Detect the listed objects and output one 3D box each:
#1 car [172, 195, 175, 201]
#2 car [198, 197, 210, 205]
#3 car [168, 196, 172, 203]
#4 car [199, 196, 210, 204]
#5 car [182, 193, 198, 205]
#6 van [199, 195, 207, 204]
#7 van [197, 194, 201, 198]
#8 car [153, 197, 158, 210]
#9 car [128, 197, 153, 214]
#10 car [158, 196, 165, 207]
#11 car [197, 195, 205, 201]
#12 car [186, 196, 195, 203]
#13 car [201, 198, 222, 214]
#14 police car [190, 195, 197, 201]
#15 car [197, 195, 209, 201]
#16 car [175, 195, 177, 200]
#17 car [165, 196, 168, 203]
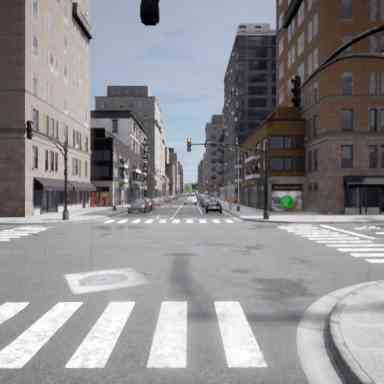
[{"bbox_3d":[-5.745,1.677,80.160,2.008,1.369,4.403,0,0,0],"label":"car"},{"bbox_3d":[2.282,1.634,63.630,2.008,1.369,4.403,0,0,0],"label":"car"},{"bbox_3d":[-5.744,1.537,69.139,1.967,1.590,4.097,0,0,0],"label":"car"},{"bbox_3d":[2.285,1.631,47.098,1.802,1.307,4.206,0,0,0],"label":"car"},{"bbox_3d":[-0.265,1.298,59.737,2.150,2.045,5.566,0,0,0],"label":"car"},{"bbox_3d":[2.281,1.438,69.141,1.690,1.788,3.998,0,0,0],"label":"van"},{"bbox_3d":[2.283,1.412,58.119,1.690,1.788,3.998,0,0,0],"label":"van"},{"bbox_3d":[-5.739,1.481,41.586,1.967,1.590,4.097,0,0,0],"label":"car"},{"bbox_3d":[-5.738,1.472,36.075,1.967,1.590,4.097,0,0,0],"label":"car"},{"bbox_3d":[-5.741,1.641,52.607,1.802,1.307,4.206,0,0,0],"label":"car"},{"bbox_3d":[2.279,1.582,85.673,1.967,1.590,4.097,0,0,0],"label":"car"},{"bbox_3d":[-0.349,1.649,73.414,2.033,1.411,5.357,0,0,0],"label":"car"},{"bbox_3d":[2.287,1.598,36.075,1.947,1.339,4.313,0,0,0],"label":"car"},{"bbox_3d":[0.466,1.580,90.153,1.930,1.638,5.238,0,0,0],"label":"police car"},{"bbox_3d":[2.284,1.626,52.609,1.947,1.339,4.313,0,0,0],"label":"car"},{"bbox_3d":[-5.747,1.701,91.182,1.887,1.381,4.507,0,0,0],"label":"car"},{"bbox_3d":[-5.742,1.622,58.117,2.008,1.369,4.403,0,0,0],"label":"car"}]
